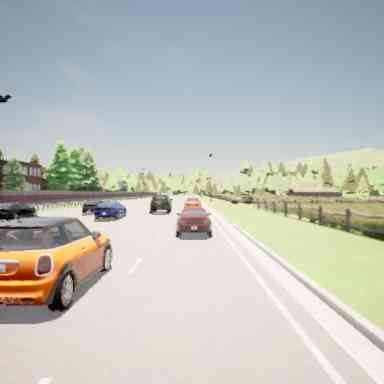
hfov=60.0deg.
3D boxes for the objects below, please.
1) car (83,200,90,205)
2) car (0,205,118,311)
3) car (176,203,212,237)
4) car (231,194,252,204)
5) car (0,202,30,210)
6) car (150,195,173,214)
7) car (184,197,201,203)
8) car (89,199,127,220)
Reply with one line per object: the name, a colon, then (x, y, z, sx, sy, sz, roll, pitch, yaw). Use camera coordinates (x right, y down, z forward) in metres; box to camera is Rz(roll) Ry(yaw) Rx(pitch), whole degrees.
car: (-10.396, 1.577, 35.932, 1.837, 1.490, 4.892, 0, 0, 0)
car: (-3.399, 1.368, 7.951, 2.097, 1.767, 4.553, 0, 0, 0)
car: (0.106, 1.562, 18.283, 1.812, 1.442, 4.674, 0, 0, 0)
car: (8.928, 1.331, 59.973, 3.866, 1.878, 1.905, 0, 0, 0)
car: (-13.898, 1.529, 25.855, 1.882, 1.535, 5.008, 0, 0, 0)
car: (-3.397, 1.296, 37.279, 2.150, 2.045, 5.566, 0, 0, 0)
car: (0.103, 1.433, 41.320, 2.097, 1.767, 4.553, 0, 0, 0)
car: (-6.897, 1.534, 28.529, 1.882, 1.535, 5.008, 0, 0, 0)
